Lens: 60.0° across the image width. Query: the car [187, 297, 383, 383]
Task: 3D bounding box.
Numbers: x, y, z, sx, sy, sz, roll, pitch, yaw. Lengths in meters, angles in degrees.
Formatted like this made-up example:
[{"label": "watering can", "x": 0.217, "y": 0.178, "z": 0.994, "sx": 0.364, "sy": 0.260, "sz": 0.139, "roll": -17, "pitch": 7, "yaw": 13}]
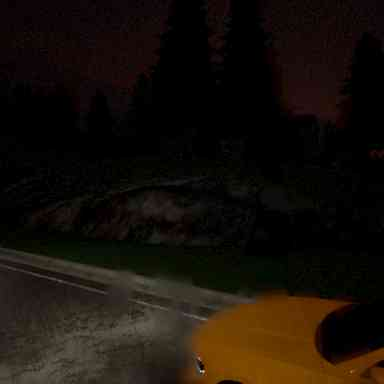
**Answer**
[{"label": "car", "x": 2.253, "y": 1.478, "z": 2.386, "sx": 5.008, "sy": 1.535, "sz": 1.882, "roll": 0, "pitch": 0, "yaw": 36}]
